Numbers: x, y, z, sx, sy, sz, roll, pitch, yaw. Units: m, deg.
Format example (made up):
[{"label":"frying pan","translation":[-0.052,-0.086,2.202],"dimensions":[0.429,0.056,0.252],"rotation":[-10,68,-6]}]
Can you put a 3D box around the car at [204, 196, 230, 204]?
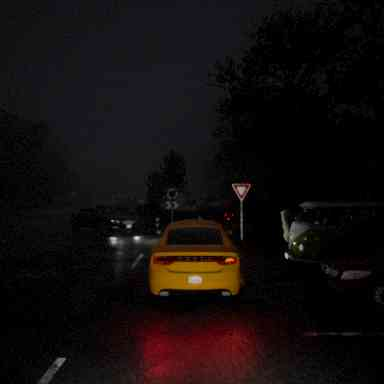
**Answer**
[{"label":"car","translation":[4.756,1.590,64.181],"dimensions":[4.792,1.488,2.163],"rotation":[0,0,0]}]

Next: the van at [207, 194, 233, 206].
[{"label":"van","translation":[4.848,1.386,58.768],"dimensions":[4.442,1.987,1.878],"rotation":[0,1,0]}]

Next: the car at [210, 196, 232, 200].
[{"label":"car","translation":[4.780,1.728,39.381],"dimensions":[4.553,1.767,2.185],"rotation":[0,1,0]}]

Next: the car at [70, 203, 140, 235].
[{"label":"car","translation":[-5.081,1.522,18.911],"dimensions":[4.902,1.511,2.128],"rotation":[0,-3,42]}]

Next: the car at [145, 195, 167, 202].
[{"label":"car","translation":[-8.395,1.526,78.101],"dimensions":[4.792,1.488,2.163],"rotation":[0,0,0]}]

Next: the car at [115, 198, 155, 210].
[{"label":"car","translation":[-8.153,1.747,47.575],"dimensions":[5.366,1.575,1.946],"rotation":[0,1,0]}]

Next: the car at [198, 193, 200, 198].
[{"label":"car","translation":[4.684,1.235,80.797],"dimensions":[5.566,2.045,2.435],"rotation":[0,0,0]}]

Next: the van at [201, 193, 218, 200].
[{"label":"van","translation":[4.819,1.217,92.004],"dimensions":[4.442,1.987,1.878],"rotation":[0,0,0]}]

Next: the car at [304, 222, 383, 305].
[{"label":"car","translation":[5.041,1.499,6.841],"dimensions":[4.674,1.452,2.002],"rotation":[0,0,0]}]

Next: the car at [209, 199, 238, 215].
[{"label":"car","translation":[4.746,1.889,36.612],"dimensions":[5.008,1.535,2.097],"rotation":[0,1,0]}]

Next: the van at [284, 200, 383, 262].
[{"label":"van","translation":[4.912,1.222,9.513],"dimensions":[4.442,1.987,1.878],"rotation":[-1,0,0]}]

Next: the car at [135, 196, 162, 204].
[{"label":"car","translation":[-8.359,1.561,64.220],"dimensions":[4.892,1.521,2.231],"rotation":[0,1,0]}]

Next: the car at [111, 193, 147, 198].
[{"label":"car","translation":[-8.308,1.534,44.796],"dimensions":[5.566,2.045,2.435],"rotation":[0,1,0]}]

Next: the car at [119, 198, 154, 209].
[{"label":"car","translation":[-8.335,1.716,50.351],"dimensions":[4.892,1.521,2.231],"rotation":[0,1,0]}]

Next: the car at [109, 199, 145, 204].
[{"label":"car","translation":[-8.360,1.885,39.248],"dimensions":[4.792,1.488,2.163],"rotation":[0,1,0]}]

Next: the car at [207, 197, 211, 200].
[{"label":"car","translation":[4.741,1.826,44.799],"dimensions":[4.674,1.452,2.002],"rotation":[0,1,0]}]

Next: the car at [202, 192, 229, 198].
[{"label":"car","translation":[4.765,1.429,53.104],"dimensions":[5.566,2.045,2.435],"rotation":[0,1,0]}]

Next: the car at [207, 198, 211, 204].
[{"label":"car","translation":[4.717,1.850,42.028],"dimensions":[4.792,1.488,2.163],"rotation":[0,1,0]}]

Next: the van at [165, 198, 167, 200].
[{"label":"van","translation":[-8.244,1.292,72.548],"dimensions":[4.442,1.987,1.878],"rotation":[0,0,0]}]

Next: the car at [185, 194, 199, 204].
[{"label":"car","translation":[-0.212,1.575,62.101],"dimensions":[1.882,1.535,5.008],"rotation":[0,0,0]}]

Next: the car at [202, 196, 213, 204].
[{"label":"car","translation":[4.556,1.748,47.568],"dimensions":[5.366,1.575,1.946],"rotation":[0,1,0]}]

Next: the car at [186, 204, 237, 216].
[{"label":"car","translation":[1.050,1.915,28.063],"dimensions":[4.718,1.301,1.895],"rotation":[-1,-3,33]}]

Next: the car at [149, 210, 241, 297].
[{"label":"car","translation":[0.065,1.448,8.582],"dimensions":[1.882,1.535,5.008],"rotation":[0,0,0]}]

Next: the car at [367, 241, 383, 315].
[{"label":"car","translation":[5.042,1.514,4.056],"dimensions":[4.674,1.452,2.002],"rotation":[0,0,0]}]
